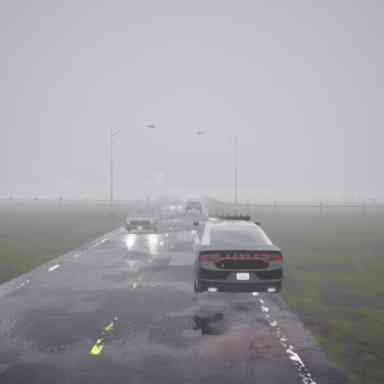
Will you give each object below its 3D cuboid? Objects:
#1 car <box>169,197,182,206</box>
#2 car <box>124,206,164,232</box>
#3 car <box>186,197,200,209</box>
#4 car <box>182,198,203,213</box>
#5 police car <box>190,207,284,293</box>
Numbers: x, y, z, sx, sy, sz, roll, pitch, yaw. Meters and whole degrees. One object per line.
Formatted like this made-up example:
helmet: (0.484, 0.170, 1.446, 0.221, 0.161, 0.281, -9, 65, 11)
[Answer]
car: (-2.567, 1.551, 54.496, 1.994, 1.385, 4.181, 0, 0, 0)
car: (-2.780, 1.546, 20.483, 2.033, 1.411, 5.357, 0, 0, 0)
car: (0.186, 1.516, 47.397, 1.812, 1.442, 4.674, 0, 0, 1)
car: (0.197, 1.499, 37.228, 1.837, 1.490, 4.892, 0, 0, 0)
police car: (0.992, 1.425, 9.009, 1.930, 1.638, 5.238, 0, 0, 0)
